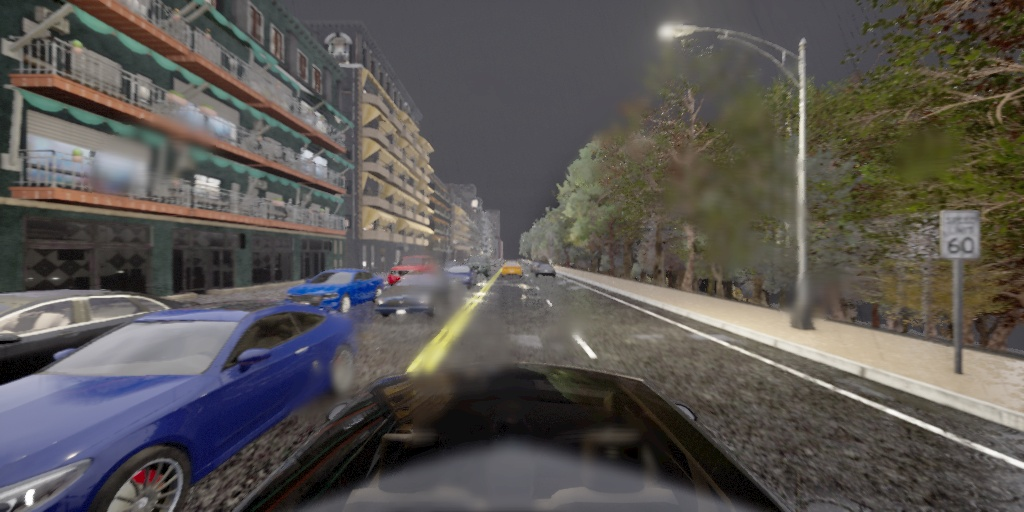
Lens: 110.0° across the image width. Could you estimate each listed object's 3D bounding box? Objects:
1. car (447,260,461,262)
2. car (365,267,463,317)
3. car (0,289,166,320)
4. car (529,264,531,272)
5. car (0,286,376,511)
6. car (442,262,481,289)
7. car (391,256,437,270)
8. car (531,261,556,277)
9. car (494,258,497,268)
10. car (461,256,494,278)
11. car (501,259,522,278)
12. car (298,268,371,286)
[{"bbox_3d":[-6.526,1.309,39.412,2.128,1.511,4.902,0,0,0],"label":"car"},{"bbox_3d":[-3.356,1.317,13.541,2.033,1.411,5.357,0,0,0],"label":"car"},{"bbox_3d":[-6.601,1.248,4.681,2.128,1.511,4.902,0,0,0],"label":"car"},{"bbox_3d":[3.229,1.377,46.572,2.033,1.411,5.357,0,0,0],"label":"car"},{"bbox_3d":[-3.340,1.281,3.953,1.812,1.442,4.674,0,0,0],"label":"car"},{"bbox_3d":[-3.346,1.312,23.514,1.812,1.442,4.674,0,0,0],"label":"car"},{"bbox_3d":[-6.604,1.010,24.553,2.150,2.045,5.566,0,0,0],"label":"car"},{"bbox_3d":[3.230,1.373,35.988,1.994,1.385,4.181,0,0,0],"label":"car"},{"bbox_3d":[-3.281,0.983,53.546,2.128,1.511,4.902,0,0,0],"label":"car"},{"bbox_3d":[-3.313,1.029,35.511,2.150,2.045,5.566,0,0,1],"label":"car"},{"bbox_3d":[-0.020,1.286,35.568,1.882,1.535,5.008,0,0,0],"label":"car"},{"bbox_3d":[-6.602,1.248,13.916,1.882,1.535,5.008,0,0,0],"label":"car"}]
